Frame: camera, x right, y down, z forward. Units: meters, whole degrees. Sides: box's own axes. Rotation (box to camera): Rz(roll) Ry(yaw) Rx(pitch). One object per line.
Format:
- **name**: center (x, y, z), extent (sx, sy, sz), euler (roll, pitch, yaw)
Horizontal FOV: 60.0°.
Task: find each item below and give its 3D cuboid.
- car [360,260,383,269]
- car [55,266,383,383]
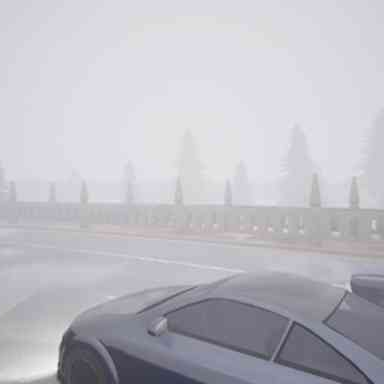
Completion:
- **car**: center (4.779, 1.569, 4.740), extent (4.718, 1.301, 1.895), euler (0, 0, 36)
- **car**: center (0.524, 1.551, 3.373), extent (4.181, 1.385, 1.994), euler (0, 0, 35)
